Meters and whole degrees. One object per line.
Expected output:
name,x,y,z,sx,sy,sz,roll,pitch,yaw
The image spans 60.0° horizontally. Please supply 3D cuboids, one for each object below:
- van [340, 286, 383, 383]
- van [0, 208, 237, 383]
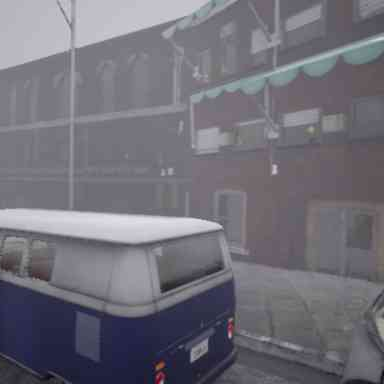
van,2.833,1.254,1.274,4.442,1.987,1.878,0,0,36
van,-1.704,1.254,4.452,4.442,1.987,1.878,0,0,35
